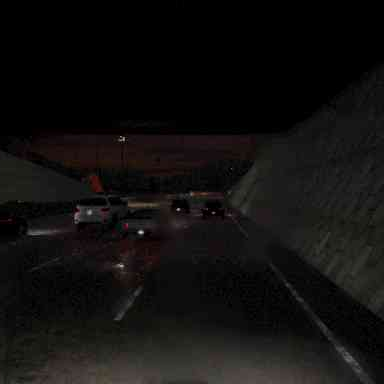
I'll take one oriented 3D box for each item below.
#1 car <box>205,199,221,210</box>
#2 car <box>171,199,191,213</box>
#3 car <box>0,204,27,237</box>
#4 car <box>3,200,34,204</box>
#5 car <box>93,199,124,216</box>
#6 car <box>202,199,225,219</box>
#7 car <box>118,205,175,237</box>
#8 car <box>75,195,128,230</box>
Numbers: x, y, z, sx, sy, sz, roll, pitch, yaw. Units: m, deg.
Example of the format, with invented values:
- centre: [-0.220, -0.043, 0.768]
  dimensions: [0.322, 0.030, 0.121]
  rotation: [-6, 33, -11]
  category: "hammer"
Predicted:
- centre: [2.666, 1.594, 42.862]
  dimensions: [1.895, 1.301, 4.718]
  rotation: [0, 0, 3]
  category: "car"
- centre: [-1.221, 1.498, 36.174]
  dimensions: [1.837, 1.490, 4.892]
  rotation: [0, 0, 3]
  category: "car"
- centre: [-9.442, 1.502, 15.080]
  dimensions: [1.837, 1.490, 4.892]
  rotation: [0, 0, 3]
  category: "car"
- centre: [-18.968, 1.541, 35.753]
  dimensions: [2.033, 1.411, 5.357]
  rotation: [0, 0, 3]
  category: "car"
- centre: [-8.380, 1.520, 33.800]
  dimensions: [1.812, 1.442, 4.674]
  rotation: [0, 0, 3]
  category: "car"
- centre: [1.864, 1.521, 28.974]
  dimensions: [1.812, 1.442, 4.674]
  rotation: [0, 0, 3]
  category: "car"
- centre: [-2.266, 1.598, 17.912]
  dimensions: [1.895, 1.301, 4.718]
  rotation: [0, 0, 3]
  category: "car"
- centre: [-5.574, 1.218, 21.346]
  dimensions: [2.150, 2.045, 5.566]
  rotation: [0, 0, 3]
  category: "car"
